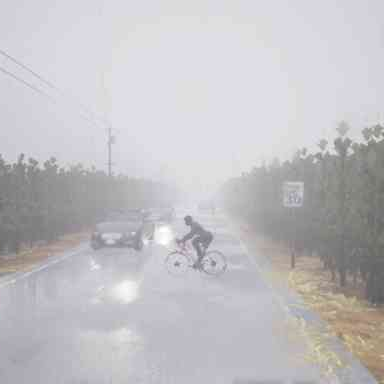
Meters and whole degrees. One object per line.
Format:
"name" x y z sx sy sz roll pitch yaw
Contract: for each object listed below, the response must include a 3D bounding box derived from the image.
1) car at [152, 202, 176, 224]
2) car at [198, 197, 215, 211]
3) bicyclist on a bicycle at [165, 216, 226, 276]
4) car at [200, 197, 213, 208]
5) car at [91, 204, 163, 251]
"car" -2.283 1.487 24.710 2.128 1.511 4.902 0 0 3
"car" 1.780 1.559 40.142 1.994 1.385 4.181 0 0 2
"bicyclist on a bicycle" 0.077 1.453 8.841 1.656 1.620 0.582 -1 0 2
"car" 2.204 1.520 50.139 1.812 1.442 4.674 0 0 2
"car" -2.756 1.490 14.133 2.128 1.511 4.902 0 0 2
